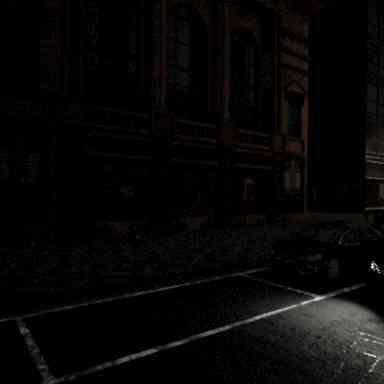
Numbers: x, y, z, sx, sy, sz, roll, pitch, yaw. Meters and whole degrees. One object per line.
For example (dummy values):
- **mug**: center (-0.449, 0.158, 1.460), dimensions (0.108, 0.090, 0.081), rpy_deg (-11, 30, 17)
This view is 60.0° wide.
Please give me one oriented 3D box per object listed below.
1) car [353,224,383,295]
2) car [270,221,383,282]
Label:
- **car**: center (5.843, 1.524, 7.552), dimensions (4.674, 1.442, 1.812), rpy_deg (0, 0, -36)
- **car**: center (4.144, 1.549, 9.714), dimensions (4.403, 1.369, 2.008), rpy_deg (0, 1, -36)
